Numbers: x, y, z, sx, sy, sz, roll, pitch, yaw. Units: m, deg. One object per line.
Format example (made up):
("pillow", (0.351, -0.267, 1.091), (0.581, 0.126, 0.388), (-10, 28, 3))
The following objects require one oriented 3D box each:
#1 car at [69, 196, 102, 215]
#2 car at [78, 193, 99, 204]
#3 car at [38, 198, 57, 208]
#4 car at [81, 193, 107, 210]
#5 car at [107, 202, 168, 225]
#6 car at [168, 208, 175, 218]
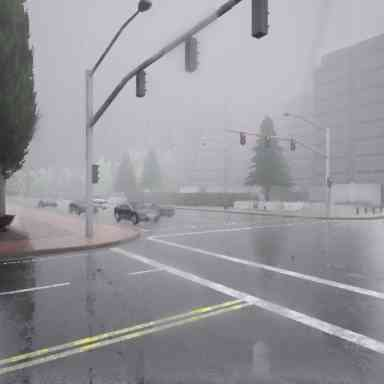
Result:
("car", (-11.306, 1.505, 34.353), (1.837, 1.490, 4.892), (0, 0, -36))
("car", (-20.404, 1.221, 65.377), (2.150, 2.045, 5.566), (0, 0, -36))
("car", (-20.644, 1.525, 47.419), (1.812, 1.442, 4.674), (0, 0, -35))
("car", (-12.508, 1.214, 42.034), (2.150, 2.045, 5.566), (0, 1, -36))
("car", (-4.108, 1.492, 24.339), (2.128, 1.511, 4.902), (0, 0, -36))
("car", (-3.420, 1.601, 29.367), (1.895, 1.301, 4.718), (0, 0, -36))
